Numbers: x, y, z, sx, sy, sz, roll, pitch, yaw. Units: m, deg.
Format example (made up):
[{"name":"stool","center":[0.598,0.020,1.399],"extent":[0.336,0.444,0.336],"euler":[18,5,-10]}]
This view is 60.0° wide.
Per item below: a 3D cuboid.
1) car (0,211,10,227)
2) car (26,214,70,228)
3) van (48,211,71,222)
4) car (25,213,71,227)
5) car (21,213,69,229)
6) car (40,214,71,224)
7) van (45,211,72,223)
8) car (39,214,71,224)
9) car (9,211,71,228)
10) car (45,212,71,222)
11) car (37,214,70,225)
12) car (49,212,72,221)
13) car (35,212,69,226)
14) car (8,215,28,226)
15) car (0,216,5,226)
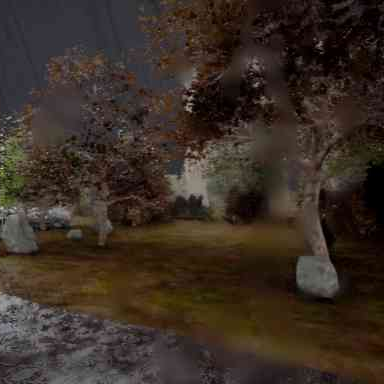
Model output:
[{"name":"car","center":[-24.377,3.572,43.329],"extent":[2.150,2.045,5.566],"euler":[-1,-4,-19]},{"name":"car","center":[-17.685,3.519,41.018],"extent":[4.792,1.488,2.163],"euler":[-1,-3,-19]},{"name":"van","center":[-27.713,5.060,69.582],"extent":[4.442,1.987,1.878],"euler":[-1,-3,-19]},{"name":"car","center":[-18.788,3.669,43.553],"extent":[5.366,1.575,1.946],"euler":[-1,-3,-19]},{"name":"car","center":[-16.812,3.305,38.418],"extent":[4.892,1.521,2.231],"euler":[-1,-4,-19]},{"name":"car","center":[-23.131,4.553,56.599],"extent":[4.792,1.488,2.163],"euler":[-1,-3,-19]},{"name":"van","center":[-24.795,4.612,61.854],"extent":[4.442,1.987,1.878],"euler":[-1,-3,-19]},{"name":"car","center":[-22.201,4.398,54.006],"extent":[4.674,1.452,2.002],"euler":[-1,-3,-19]},{"name":"car","center":[-15.030,2.929,33.219],"extent":[4.892,1.521,2.231],"euler":[-1,-4,-19]},{"name":"car","center":[-25.873,4.874,64.523],"extent":[4.553,1.767,2.185],"euler":[-1,-3,-19]},{"name":"car","center":[-21.308,4.231,51.406],"extent":[4.674,1.452,2.002],"euler":[-1,-3,-19]},{"name":"car","center":[-28.470,5.295,72.224],"extent":[4.553,1.767,2.185],"euler":[-1,-2,-19]},{"name":"car","center":[-20.440,3.898,48.801],"extent":[4.553,1.767,2.185],"euler":[-1,-3,-19]},{"name":"car","center":[-27.766,4.488,53.146],"extent":[2.128,1.511,4.902],"euler":[-1,-3,-19]},{"name":"car","center":[-30.703,4.483,51.694],"extent":[1.882,1.535,5.008],"euler":[-1,-3,-19]}]
